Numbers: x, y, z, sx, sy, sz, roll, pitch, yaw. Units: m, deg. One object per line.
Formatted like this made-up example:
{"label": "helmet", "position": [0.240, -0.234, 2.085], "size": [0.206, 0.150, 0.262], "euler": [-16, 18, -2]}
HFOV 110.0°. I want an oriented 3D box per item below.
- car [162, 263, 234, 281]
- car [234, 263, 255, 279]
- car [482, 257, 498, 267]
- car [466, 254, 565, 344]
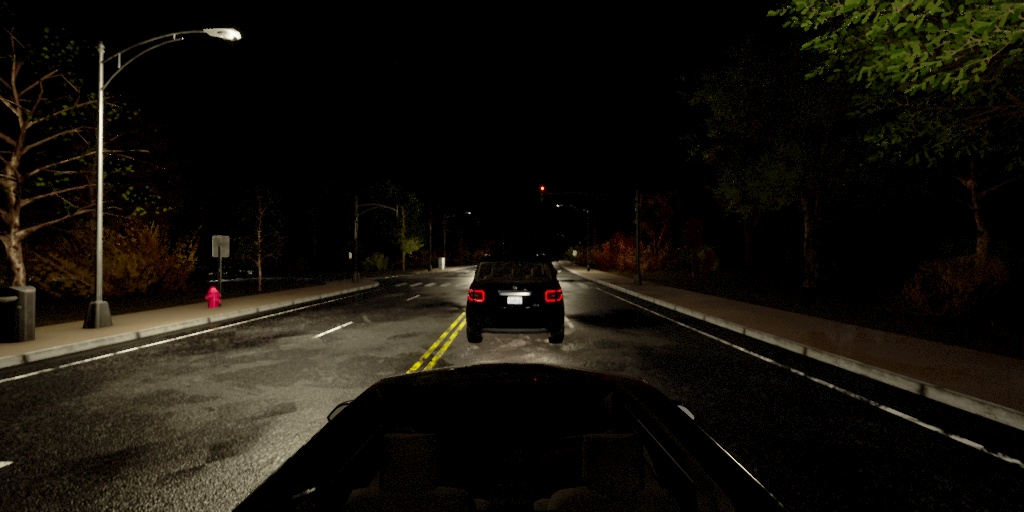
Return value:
{"label": "car", "position": [-28.814, 1.508, 32.639], "size": [5.357, 1.411, 2.033], "euler": [-1, -1, 10]}
{"label": "car", "position": [-28.222, 1.477, 35.837], "size": [4.902, 1.511, 2.128], "euler": [-1, -1, 10]}
{"label": "car", "position": [-3.856, 0.987, 62.410], "size": [2.097, 1.767, 4.553], "euler": [0, 0, 5]}
{"label": "car", "position": [0.108, 0.967, 9.741], "size": [2.150, 2.045, 5.566], "euler": [0, 0, 1]}
